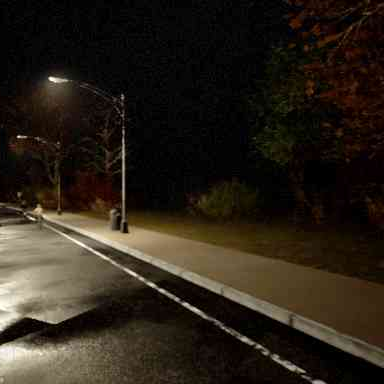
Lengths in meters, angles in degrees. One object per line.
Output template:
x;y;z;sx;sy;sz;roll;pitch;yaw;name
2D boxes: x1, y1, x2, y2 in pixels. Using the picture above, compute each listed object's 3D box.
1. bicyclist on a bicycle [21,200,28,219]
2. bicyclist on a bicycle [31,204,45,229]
-14.941;1.624;29.620;0.659;1.776;1.843;-1;0;-32;bicyclist on a bicycle
-10.058;1.613;21.866;0.866;1.612;1.509;-1;0;-32;bicyclist on a bicycle
